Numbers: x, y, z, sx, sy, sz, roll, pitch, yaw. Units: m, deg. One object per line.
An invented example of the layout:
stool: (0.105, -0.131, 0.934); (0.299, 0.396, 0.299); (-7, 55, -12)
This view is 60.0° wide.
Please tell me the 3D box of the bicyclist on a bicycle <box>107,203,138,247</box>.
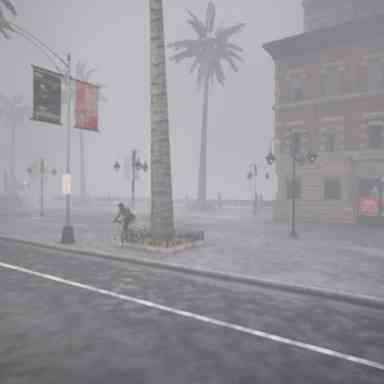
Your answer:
bicyclist on a bicycle: (-2.570, 1.235, 12.598); (0.582, 1.620, 1.656); (0, 1, 35)
